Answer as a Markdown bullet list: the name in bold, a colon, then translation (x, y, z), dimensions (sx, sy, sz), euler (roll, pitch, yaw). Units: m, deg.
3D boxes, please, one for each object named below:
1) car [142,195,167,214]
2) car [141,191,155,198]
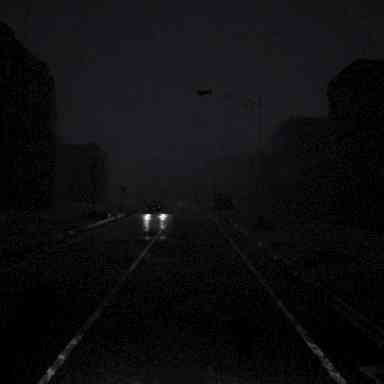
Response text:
- **car**: translation (-3.588, 1.377, 33.877), dimensions (1.837, 1.490, 4.892), euler (0, 0, 0)
- **car**: translation (-9.803, 0.886, 76.037), dimensions (2.150, 2.045, 5.566), euler (1, 0, -29)
